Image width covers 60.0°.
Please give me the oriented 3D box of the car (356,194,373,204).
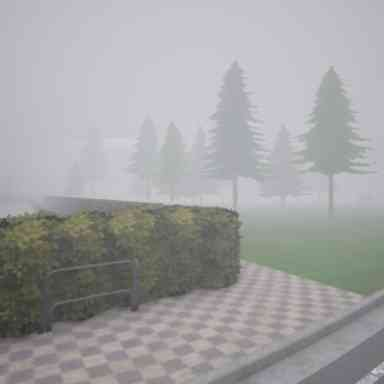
[{"bbox_3d":[35.784,1.433,69.023,2.150,2.045,5.566,0,0,13],"label":"car"}]
